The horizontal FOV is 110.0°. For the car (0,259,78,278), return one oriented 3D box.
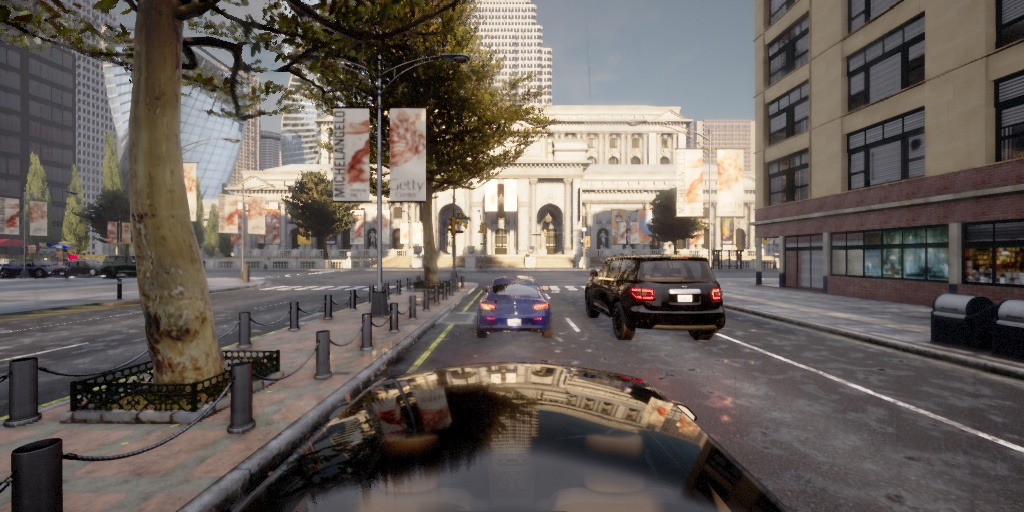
[{"bbox_3d":[-45.075,1.102,34.076,4.553,1.767,2.097,0,0,-2],"label":"car"}]

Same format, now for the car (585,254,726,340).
[{"bbox_3d":[3.580,0.971,10.099,2.150,2.045,5.566,0,0,0],"label":"car"}]

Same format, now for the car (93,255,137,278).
[{"bbox_3d":[-35.664,0.971,34.155,5.566,2.045,2.150,0,0,0],"label":"car"}]

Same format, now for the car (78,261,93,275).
[{"bbox_3d":[-44.446,1.255,37.599,4.892,1.490,1.837,0,0,-1],"label":"car"}]

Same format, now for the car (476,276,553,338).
[{"bbox_3d":[0.074,1.276,10.089,1.812,1.442,4.674,0,0,0],"label":"car"}]
